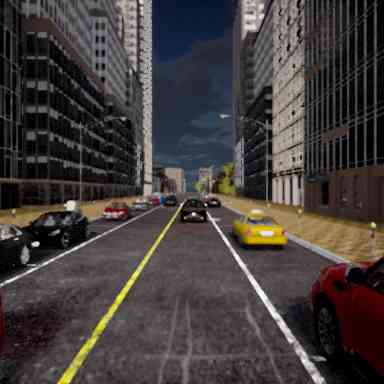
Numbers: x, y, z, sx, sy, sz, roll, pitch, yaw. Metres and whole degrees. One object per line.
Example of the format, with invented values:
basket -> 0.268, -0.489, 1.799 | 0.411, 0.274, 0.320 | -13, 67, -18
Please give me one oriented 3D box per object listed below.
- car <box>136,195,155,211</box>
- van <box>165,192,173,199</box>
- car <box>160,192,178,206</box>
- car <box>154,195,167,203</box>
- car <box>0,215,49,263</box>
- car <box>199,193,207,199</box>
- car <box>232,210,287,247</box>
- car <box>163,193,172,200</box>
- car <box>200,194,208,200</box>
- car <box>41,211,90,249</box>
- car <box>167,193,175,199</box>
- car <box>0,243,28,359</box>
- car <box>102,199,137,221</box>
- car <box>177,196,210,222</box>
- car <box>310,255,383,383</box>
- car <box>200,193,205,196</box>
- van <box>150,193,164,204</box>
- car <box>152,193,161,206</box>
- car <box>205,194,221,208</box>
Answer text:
car -> -5.656, 1.343, 36.922 | 2.008, 1.369, 4.403 | 0, 0, 0
van -> -5.615, 0.853, 82.458 | 1.690, 1.788, 3.998 | 0, 0, 0
car -> -2.960, 1.224, 47.146 | 1.882, 1.535, 5.008 | 0, 0, 0
car -> -5.636, 1.237, 59.691 | 1.802, 1.307, 4.206 | 0, 0, 0
car -> -5.680, 1.506, 8.461 | 2.008, 1.369, 4.403 | 0, 0, 0
car -> 2.765, 1.035, 82.607 | 1.752, 1.417, 4.829 | 0, 0, 0
car -> 2.706, 1.447, 14.303 | 1.752, 1.417, 4.829 | 0, 0, 0
car -> -5.621, 0.988, 76.766 | 1.967, 1.590, 4.097 | 0, 0, 0
car -> 2.759, 1.129, 76.745 | 1.802, 1.307, 4.206 | 0, 0, 0
car -> -5.675, 1.489, 14.154 | 1.947, 1.339, 4.313 | 0, 0, 0
car -> -5.611, 1.041, 88.152 | 1.947, 1.339, 4.313 | 0, 0, 0
car -> -3.099, 1.468, 1.800 | 1.882, 1.535, 5.008 | 0, 0, 0
car -> -5.665, 1.441, 25.537 | 1.802, 1.307, 4.206 | 0, 0, 0
car -> 0.123, 1.338, 25.096 | 1.882, 1.535, 5.008 | 0, 0, 0
car -> 2.697, 1.299, 2.749 | 2.192, 1.841, 5.009 | 0, 0, 0
car -> 0.137, 1.262, 42.484 | 2.163, 1.488, 4.792 | 0, 0, 0
van -> -5.640, 1.031, 53.998 | 1.690, 1.788, 3.998 | 0, 0, 0
car -> -5.646, 1.269, 48.306 | 1.887, 1.381, 4.507 | 0, 0, 0
car -> 2.730, 1.324, 42.595 | 1.947, 1.339, 4.313 | 0, 0, 0
